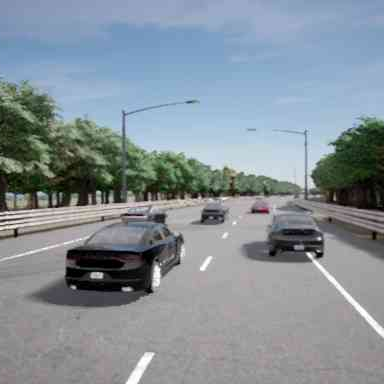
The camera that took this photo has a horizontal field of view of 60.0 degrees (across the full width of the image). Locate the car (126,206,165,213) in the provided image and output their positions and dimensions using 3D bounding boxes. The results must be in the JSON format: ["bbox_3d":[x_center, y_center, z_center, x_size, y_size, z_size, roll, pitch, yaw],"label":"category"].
[{"bbox_3d":[-2.864,1.626,20.958,2.128,1.511,4.902,0,0,11],"label":"car"}]

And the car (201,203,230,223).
[{"bbox_3d":[1.921,1.652,27.049,1.837,1.490,4.892,0,0,12],"label":"car"}]

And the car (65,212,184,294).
[{"bbox_3d":[-1.488,1.538,9.128,1.882,1.535,5.008,0,0,10],"label":"car"}]

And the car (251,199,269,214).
[{"bbox_3d":[7.874,1.752,38.363,1.994,1.385,4.181,0,0,13],"label":"car"}]

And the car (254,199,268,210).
[{"bbox_3d":[10.029,1.767,48.177,1.812,1.442,4.674,0,0,14],"label":"car"}]

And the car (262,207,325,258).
[{"bbox_3d":[3.908,1.564,13.162,1.837,1.490,4.892,0,0,10],"label":"car"}]
